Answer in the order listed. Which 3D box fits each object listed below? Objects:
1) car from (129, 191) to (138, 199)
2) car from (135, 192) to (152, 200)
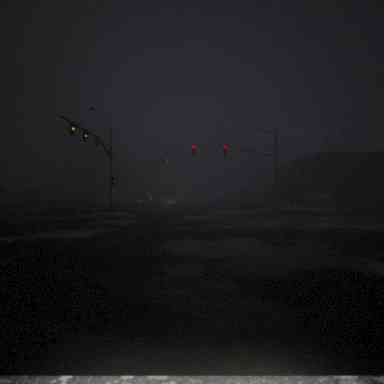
[{"bbox_3d":[-15.004,0.829,86.883,2.150,2.045,5.566,0,0,0],"label":"car"},{"bbox_3d":[-11.504,1.176,79.665,2.033,1.411,5.357,0,0,0],"label":"car"}]
